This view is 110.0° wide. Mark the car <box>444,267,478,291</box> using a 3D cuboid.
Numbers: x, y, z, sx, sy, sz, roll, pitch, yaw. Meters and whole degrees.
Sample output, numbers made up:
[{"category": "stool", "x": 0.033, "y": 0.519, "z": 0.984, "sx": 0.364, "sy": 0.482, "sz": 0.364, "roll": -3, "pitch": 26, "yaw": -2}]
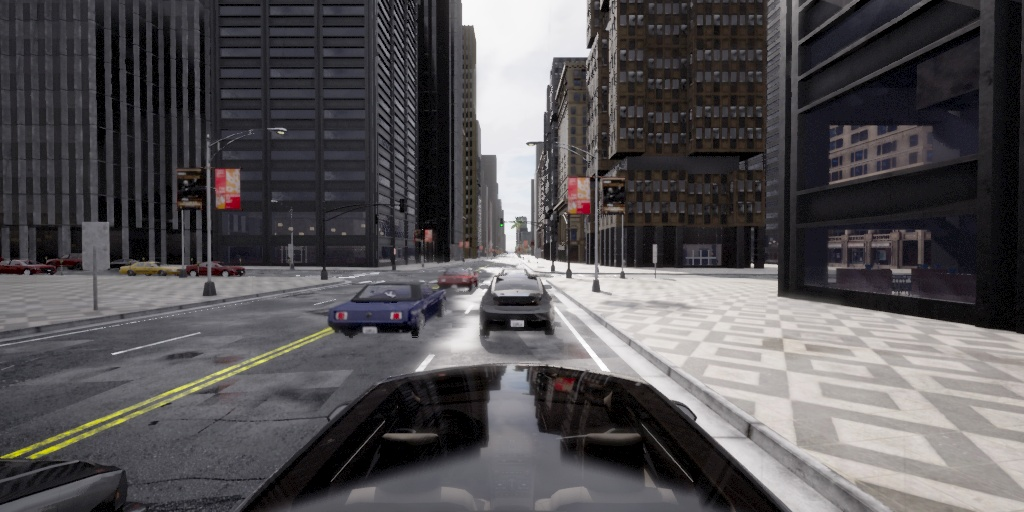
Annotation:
[{"category": "car", "x": -3.100, "y": 1.342, "z": 21.630, "sx": 1.895, "sy": 1.301, "sz": 4.718, "roll": 0, "pitch": 0, "yaw": 0}]

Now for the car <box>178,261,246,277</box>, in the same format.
[{"category": "car", "x": -25.961, "y": 1.149, "z": 31.483, "sx": 4.507, "sy": 1.381, "sz": 1.888, "roll": 0, "pitch": 0, "yaw": 0}]

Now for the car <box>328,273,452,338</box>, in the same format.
[{"category": "car", "x": -3.129, "y": 1.349, "z": 10.146, "sx": 1.895, "sy": 1.301, "sz": 4.718, "roll": 0, "pitch": 0, "yaw": 0}]

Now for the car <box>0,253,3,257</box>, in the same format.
[{"category": "car", "x": -48.461, "y": 0.726, "z": 31.406, "sx": 5.009, "sy": 1.841, "sz": 2.192, "roll": 0, "pitch": 0, "yaw": 0}]

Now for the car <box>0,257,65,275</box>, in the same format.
[{"category": "car", "x": -42.836, "y": 1.007, "z": 31.425, "sx": 4.507, "sy": 1.381, "sz": 1.888, "roll": 0, "pitch": 0, "yaw": 0}]

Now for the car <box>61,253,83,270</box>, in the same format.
[{"category": "car", "x": -48.487, "y": 0.624, "z": 39.931, "sx": 5.009, "sy": 1.841, "sz": 2.192, "roll": 0, "pitch": 0, "yaw": 0}]

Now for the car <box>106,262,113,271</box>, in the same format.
[{"category": "car", "x": -42.863, "y": 0.925, "z": 39.950, "sx": 4.313, "sy": 1.339, "sz": 1.948, "roll": 0, "pitch": 0, "yaw": 0}]

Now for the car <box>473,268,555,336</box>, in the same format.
[{"category": "car", "x": 0.124, "y": 1.253, "z": 10.375, "sx": 1.837, "sy": 1.490, "sz": 4.892, "roll": 0, "pitch": 0, "yaw": 0}]

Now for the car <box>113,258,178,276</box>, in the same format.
[{"category": "car", "x": -31.417, "y": 1.084, "z": 31.464, "sx": 4.829, "sy": 1.417, "sz": 1.751, "roll": 0, "pitch": 0, "yaw": 0}]
